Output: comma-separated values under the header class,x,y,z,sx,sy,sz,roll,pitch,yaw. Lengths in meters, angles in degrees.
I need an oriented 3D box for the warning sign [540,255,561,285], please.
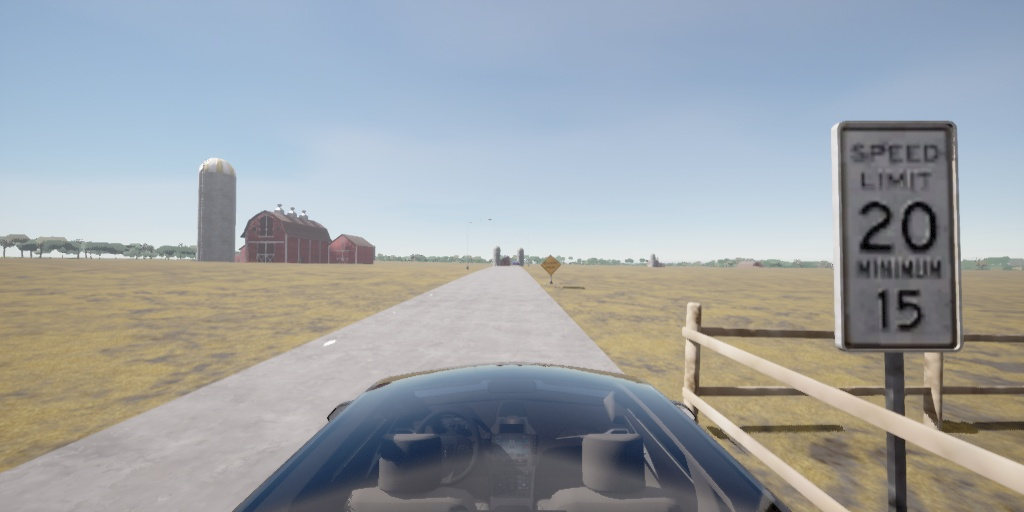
class,x,y,z,sx,sy,sz,roll,pitch,yaw
warning sign,2.450,0.845,22.322,1.300,1.860,1.060,0,0,0
